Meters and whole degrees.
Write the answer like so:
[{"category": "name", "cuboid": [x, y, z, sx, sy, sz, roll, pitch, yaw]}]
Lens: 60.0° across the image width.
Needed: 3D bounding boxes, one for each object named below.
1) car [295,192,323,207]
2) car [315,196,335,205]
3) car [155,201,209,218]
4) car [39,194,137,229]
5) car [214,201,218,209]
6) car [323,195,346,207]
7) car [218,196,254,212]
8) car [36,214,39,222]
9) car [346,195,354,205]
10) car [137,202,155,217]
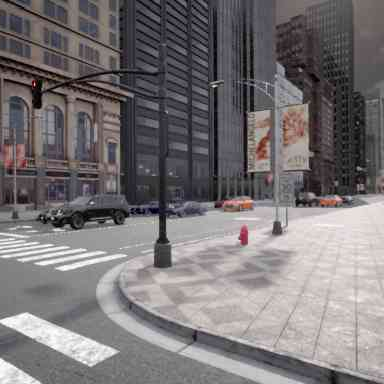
[{"category": "car", "cuboid": [16.758, 1.084, 48.374, 2.150, 2.045, 5.566, -1, 0, 36]}, {"category": "car", "cuboid": [22.851, 1.399, 56.930, 2.033, 1.411, 5.357, -1, 0, 35]}, {"category": "car", "cuboid": [-0.574, 1.487, 29.949, 2.033, 1.411, 5.357, -1, 0, 35]}, {"category": "car", "cuboid": [-6.519, 1.187, 21.598, 2.150, 2.045, 5.566, -1, 0, 35]}, {"category": "car", "cuboid": [4.690, 1.409, 42.926, 1.882, 1.535, 5.008, -1, 0, 36]}, {"category": "car", "cuboid": [19.897, 1.189, 47.174, 2.097, 1.767, 4.553, -1, 0, 36]}, {"category": "car", "cuboid": [5.342, 1.267, 38.222, 2.097, 1.767, 4.553, -1, 0, 36]}, {"category": "car", "cuboid": [-8.875, 1.552, 23.886, 1.994, 1.385, 4.181, -1, 0, 35]}, {"category": "car", "cuboid": [25.281, 1.332, 54.740, 1.837, 1.490, 4.892, -1, 0, 35]}, {"category": "car", "cuboid": [-3.754, 1.566, 31.086, 1.895, 1.301, 4.718, -1, 0, 35]}]
